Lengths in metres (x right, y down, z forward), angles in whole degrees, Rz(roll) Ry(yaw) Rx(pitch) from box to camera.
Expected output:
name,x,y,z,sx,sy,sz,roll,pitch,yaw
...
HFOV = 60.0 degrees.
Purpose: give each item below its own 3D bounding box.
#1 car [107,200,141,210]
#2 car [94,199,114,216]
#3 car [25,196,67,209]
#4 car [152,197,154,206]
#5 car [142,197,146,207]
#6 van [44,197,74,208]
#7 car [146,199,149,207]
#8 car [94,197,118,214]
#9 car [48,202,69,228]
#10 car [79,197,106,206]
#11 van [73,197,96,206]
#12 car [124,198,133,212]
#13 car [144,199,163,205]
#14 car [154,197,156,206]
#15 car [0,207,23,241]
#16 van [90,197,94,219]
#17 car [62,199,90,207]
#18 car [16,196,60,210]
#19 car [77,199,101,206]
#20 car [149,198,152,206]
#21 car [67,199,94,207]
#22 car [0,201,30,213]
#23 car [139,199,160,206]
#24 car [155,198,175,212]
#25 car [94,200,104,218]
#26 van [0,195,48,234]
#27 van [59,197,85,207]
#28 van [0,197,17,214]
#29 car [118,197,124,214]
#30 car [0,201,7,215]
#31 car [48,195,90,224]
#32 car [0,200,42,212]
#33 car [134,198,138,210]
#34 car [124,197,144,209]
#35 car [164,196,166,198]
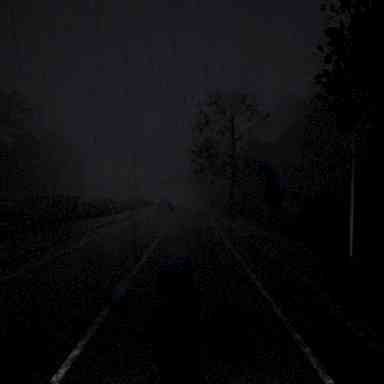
name,x,y,z,sx,sy,sz,roll,pitch,yaw
car,-10.280,1.973,50.533,4.792,1.488,2.163,0,-1,0
car,-10.311,1.633,31.103,5.008,1.535,2.097,0,-1,0
car,-23.360,1.737,53.404,5.566,2.045,2.435,0,-1,0
car,-10.336,2.042,64.413,4.553,1.767,2.185,0,-1,0
car,-10.279,2.017,53.309,4.792,1.488,2.163,0,-1,0
van,-23.503,1.851,58.942,4.442,1.987,1.878,0,-1,0
car,-10.278,2.062,56.085,4.792,1.488,2.163,0,-1,0
car,-10.284,1.552,33.881,4.553,1.767,2.185,0,-1,0
car,-10.349,1.514,20.025,4.792,1.488,2.163,0,0,0
car,-23.408,2.221,78.322,5.566,2.045,2.435,0,-1,0
van,-23.498,2.109,72.660,4.442,1.987,1.878,0,-1,0
car,-10.128,1.763,39.431,5.366,1.575,1.946,0,-1,0
car,-10.301,2.746,89.381,5.008,1.535,2.097,0,-1,0
car,-10.298,2.220,67.189,4.892,1.521,2.231,0,-1,0
car,-10.324,1.525,14.467,4.674,1.452,2.002,0,0,0
van,-10.201,1.318,25.555,4.442,1.987,1.878,0,-1,0
car,-23.412,2.248,67.244,4.792,1.488,2.163,0,-1,0
car,-23.361,1.693,50.634,5.566,2.045,2.435,0,-1,0
car,-23.352,2.433,75.547,4.792,1.488,2.163,0,-1,0
car,-10.335,2.151,61.637,4.792,1.488,2.163,0,-1,0
car,-23.411,2.302,69.883,4.792,1.488,2.163,0,-1,0
car,-23.395,1.849,42.194,4.674,1.452,2.002,0,-1,0
car,-10.305,2.542,81.055,4.892,1.521,2.231,0,-1,0
car,-3.371,1.853,43.461,1.812,1.442,4.674,0,-1,0
car,-10.320,1.628,28.327,4.674,1.452,2.002,0,-1,0
van,-10.204,1.259,17.243,4.442,1.987,1.878,0,0,0
van,-23.276,1.943,64.497,4.442,1.987,1.878,0,-1,0
van,-23.510,1.539,39.428,4.442,1.987,1.878,0,-1,0
car,-10.283,1.596,36.657,4.553,1.767,2.185,0,-1,0
car,-23.392,1.763,36.780,4.674,1.452,2.002,0,-1,0
car,-10.347,1.248,22.779,5.566,2.045,2.435,0,-1,0
car,-23.385,1.855,45.089,5.008,1.535,2.097,0,-1,0
car,-10.318,1.856,44.982,4.892,1.521,2.231,0,-1,0
car,-10.125,1.896,47.758,5.366,1.575,1.946,0,-1,0
car,-10.325,2.427,86.612,5.566,2.045,2.435,0,-1,0
